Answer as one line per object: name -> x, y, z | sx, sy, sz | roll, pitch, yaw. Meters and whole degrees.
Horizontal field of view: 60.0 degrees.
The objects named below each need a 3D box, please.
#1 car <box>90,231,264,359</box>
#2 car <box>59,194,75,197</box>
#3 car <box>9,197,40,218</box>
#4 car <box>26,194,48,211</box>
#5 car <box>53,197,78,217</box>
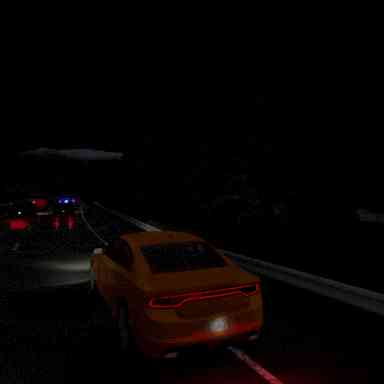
car -> -0.709, 1.478, 6.309 | 1.882, 1.535, 5.008 | 0, 0, -25
car -> -15.532, 1.221, 41.397 | 2.150, 2.045, 5.566 | 0, 0, -19
car -> -15.245, 1.505, 30.105 | 1.837, 1.490, 4.892 | 0, 0, -20
car -> -18.693, 1.221, 39.990 | 2.150, 2.045, 5.566 | 0, 0, -19
car -> -12.074, 1.491, 31.505 | 2.128, 1.511, 4.902 | 0, 0, -19
